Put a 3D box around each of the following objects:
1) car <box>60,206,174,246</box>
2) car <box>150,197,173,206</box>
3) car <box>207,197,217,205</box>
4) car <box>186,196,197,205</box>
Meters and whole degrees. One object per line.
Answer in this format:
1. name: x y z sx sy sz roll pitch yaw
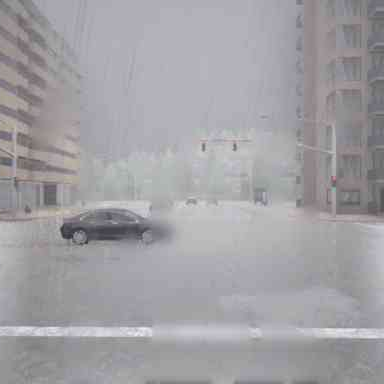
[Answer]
1. car: -3.244 1.505 14.702 4.892 1.490 1.837 0 0 1
2. car: -3.627 1.352 38.321 2.097 1.767 4.553 0 0 0
3. car: 3.700 1.547 60.823 2.033 1.411 5.357 0 0 4
4. car: -0.044 1.526 60.052 1.812 1.442 4.674 0 0 0
